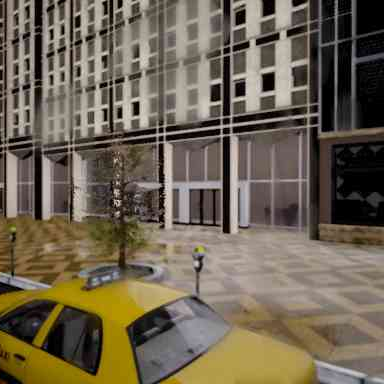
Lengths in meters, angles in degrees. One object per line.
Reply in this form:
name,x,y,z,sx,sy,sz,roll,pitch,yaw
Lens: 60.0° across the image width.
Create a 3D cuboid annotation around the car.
car,-1.143,1.546,3.687,4.829,1.417,1.752,0,0,36
